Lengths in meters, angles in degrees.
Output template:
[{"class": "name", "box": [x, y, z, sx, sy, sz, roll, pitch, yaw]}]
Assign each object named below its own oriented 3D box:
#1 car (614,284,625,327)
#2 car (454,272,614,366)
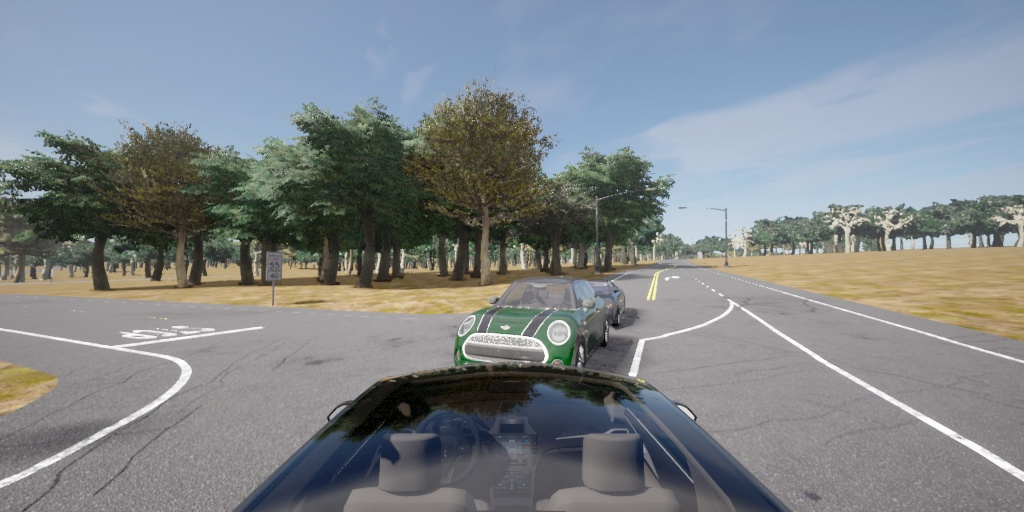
[{"class": "car", "box": [2.919, 1.562, 12.862, 1.994, 1.385, 4.181, -2, 0, 22]}, {"class": "car", "box": [0.689, 1.226, 7.432, 2.097, 1.767, 4.553, -1, -2, 22]}]
